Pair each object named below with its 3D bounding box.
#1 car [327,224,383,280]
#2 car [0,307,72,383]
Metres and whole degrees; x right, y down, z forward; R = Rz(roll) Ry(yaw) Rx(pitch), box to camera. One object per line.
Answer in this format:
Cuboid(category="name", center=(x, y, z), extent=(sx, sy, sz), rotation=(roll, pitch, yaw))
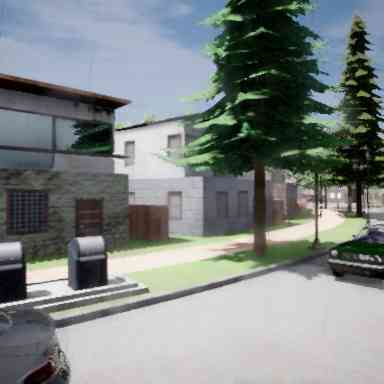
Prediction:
Cuboid(category="car", center=(5.624, 1.628, 9.453), extent=(1.895, 1.301, 4.718), rotation=(-1, 0, 45))
Cuboid(category="car", center=(-3.190, 1.551, 1.999), extent=(4.674, 1.442, 1.812), rotation=(0, -1, -36))
